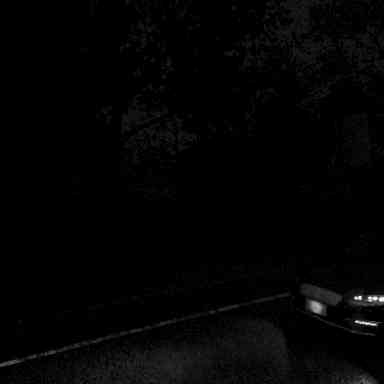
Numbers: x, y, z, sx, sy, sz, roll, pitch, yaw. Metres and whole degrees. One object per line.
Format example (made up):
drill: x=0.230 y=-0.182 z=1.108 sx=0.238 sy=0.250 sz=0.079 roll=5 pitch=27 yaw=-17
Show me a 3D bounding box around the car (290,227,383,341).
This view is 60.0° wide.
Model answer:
car: x=3.983 y=1.442 z=6.182 sx=4.902 sy=1.511 sz=2.128 roll=0 pitch=1 yaw=-30
